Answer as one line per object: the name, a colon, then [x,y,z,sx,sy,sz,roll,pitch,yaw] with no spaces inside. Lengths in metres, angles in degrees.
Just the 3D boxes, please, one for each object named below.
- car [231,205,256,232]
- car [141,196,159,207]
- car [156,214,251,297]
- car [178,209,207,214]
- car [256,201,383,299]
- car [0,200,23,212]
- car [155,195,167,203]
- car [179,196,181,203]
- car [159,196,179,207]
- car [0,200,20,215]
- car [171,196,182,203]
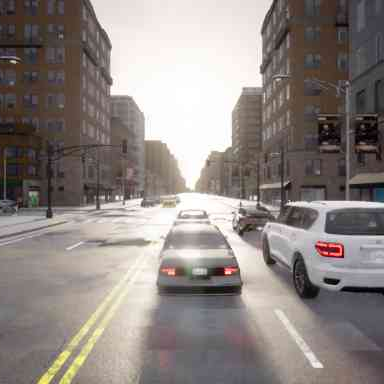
car: [3.335,1.505,18.455,1.837,1.490,4.892,0,0,1]
car: [-6.640,1.502,50.679,1.837,1.490,4.892,0,0,0]
car: [0.080,1.548,8.777,2.033,1.411,5.357,0,0,-2]
car: [0.069,1.601,18.426,1.895,1.301,4.718,0,0,2]
car: [3.342,1.222,8.598,2.150,2.045,5.566,0,0,0]
car: [-22.157,1.580,38.291,4.313,1.339,1.947,0,0,0]
car: [-6.562,1.516,70.277,2.128,1.511,4.902,0,0,0]
car: [-3.377,1.559,60.362,1.994,1.385,4.181,0,0,0]
car: [-3.390,1.475,50.446,1.882,1.535,5.008,0,0,0]
car: [-19.740,1.485,32.793,4.902,1.511,2.128,0,0,0]
car: [-3.313,1.531,71.538,2.033,1.411,5.357,0,0,0]
